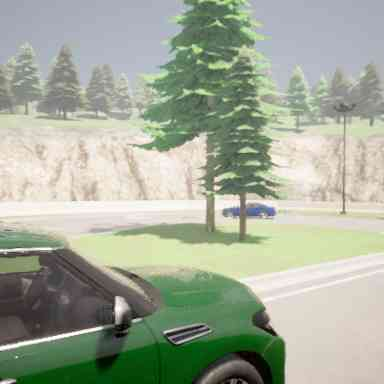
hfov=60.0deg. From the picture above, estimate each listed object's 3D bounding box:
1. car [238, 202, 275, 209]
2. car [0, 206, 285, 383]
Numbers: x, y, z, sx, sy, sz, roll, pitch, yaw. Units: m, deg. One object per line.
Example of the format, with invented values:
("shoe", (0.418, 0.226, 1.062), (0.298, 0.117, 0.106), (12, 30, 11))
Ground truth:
("car", (5.216, 1.679, 30.909), (5.008, 1.535, 1.882), (1, -1, 12))
("car", (-1.751, 1.221, 2.512), (5.566, 2.045, 2.150), (0, 0, -35))
